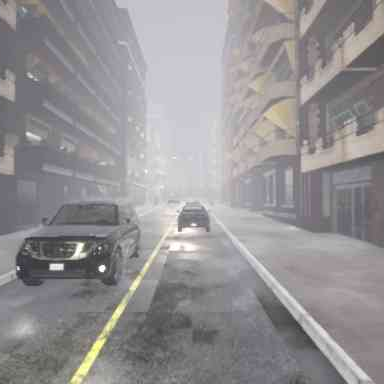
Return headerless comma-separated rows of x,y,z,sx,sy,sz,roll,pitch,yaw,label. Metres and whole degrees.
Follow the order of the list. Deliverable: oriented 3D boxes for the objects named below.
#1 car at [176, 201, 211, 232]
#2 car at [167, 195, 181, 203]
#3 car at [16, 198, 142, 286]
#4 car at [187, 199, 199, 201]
0.099,1.523,20.386,1.837,1.490,4.892,0,0,0,car
-2.756,1.205,50.623,1.882,1.535,5.008,0,0,0,car
-2.850,1.229,9.764,2.150,2.045,5.566,0,0,0,car
0.095,1.542,40.953,2.128,1.511,4.902,0,0,0,car
